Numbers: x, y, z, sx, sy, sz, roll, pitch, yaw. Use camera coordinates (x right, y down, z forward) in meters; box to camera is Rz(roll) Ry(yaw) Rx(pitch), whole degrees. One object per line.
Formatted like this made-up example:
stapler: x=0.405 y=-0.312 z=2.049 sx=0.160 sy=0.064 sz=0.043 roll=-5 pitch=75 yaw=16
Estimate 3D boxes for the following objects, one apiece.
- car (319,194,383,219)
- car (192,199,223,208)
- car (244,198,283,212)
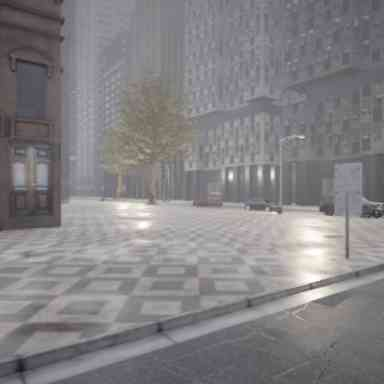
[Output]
car: x=13.896 y=1.192 z=28.986 sx=2.150 sy=2.045 sz=5.566 roll=0 pitch=0 yaw=-36
car: x=2.139 y=1.538 z=45.340 sx=1.895 sy=1.301 sz=4.718 roll=0 pitch=0 yaw=-36
car: x=7.945 y=1.459 z=37.256 sx=1.837 sy=1.490 sz=4.892 roll=0 pitch=0 yaw=-36
